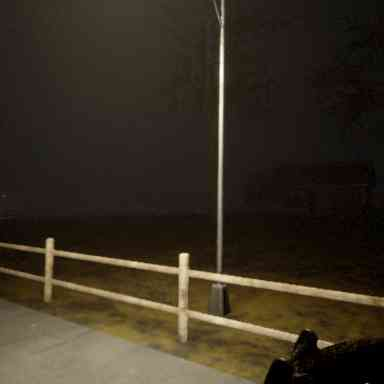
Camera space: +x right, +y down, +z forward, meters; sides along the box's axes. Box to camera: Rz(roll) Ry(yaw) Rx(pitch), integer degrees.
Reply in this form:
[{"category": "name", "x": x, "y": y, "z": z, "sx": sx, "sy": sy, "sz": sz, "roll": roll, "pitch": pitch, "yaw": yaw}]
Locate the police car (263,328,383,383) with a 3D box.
[{"category": "police car", "x": 2.982, "y": 1.581, "z": 1.822, "sx": 5.238, "sy": 1.638, "sz": 1.930, "roll": -1, "pitch": -3, "yaw": 34}]
